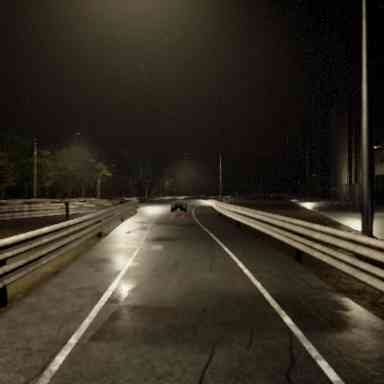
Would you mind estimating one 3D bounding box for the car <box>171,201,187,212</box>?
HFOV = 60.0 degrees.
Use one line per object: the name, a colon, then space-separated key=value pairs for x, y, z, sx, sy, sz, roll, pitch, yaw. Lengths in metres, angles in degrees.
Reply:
car: x=-1.515 y=1.732 z=40.279 sx=1.895 sy=1.301 sz=4.718 roll=0 pitch=0 yaw=1
